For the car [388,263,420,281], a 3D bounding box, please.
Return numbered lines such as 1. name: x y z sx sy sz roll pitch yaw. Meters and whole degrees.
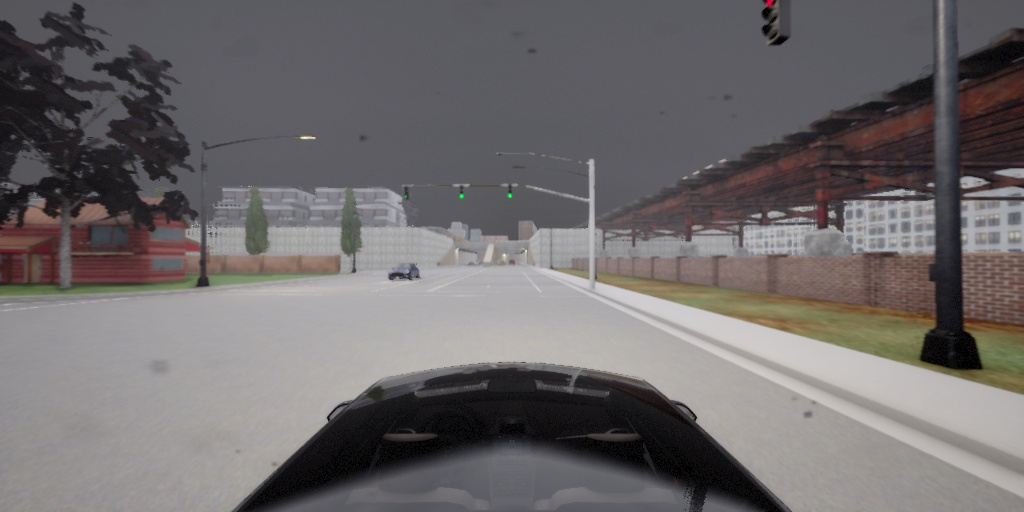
1. car: -10.512 1.451 35.128 2.097 1.767 4.553 0 -1 0
